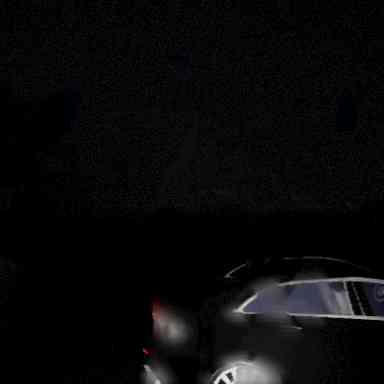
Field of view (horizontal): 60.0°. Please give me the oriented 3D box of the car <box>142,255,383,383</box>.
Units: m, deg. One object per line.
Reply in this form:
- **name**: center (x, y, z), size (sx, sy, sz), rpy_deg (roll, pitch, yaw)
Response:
- **car**: center (1.885, 1.570, 3.995), size (4.902, 1.511, 2.128), rpy_deg (1, -1, 1)
